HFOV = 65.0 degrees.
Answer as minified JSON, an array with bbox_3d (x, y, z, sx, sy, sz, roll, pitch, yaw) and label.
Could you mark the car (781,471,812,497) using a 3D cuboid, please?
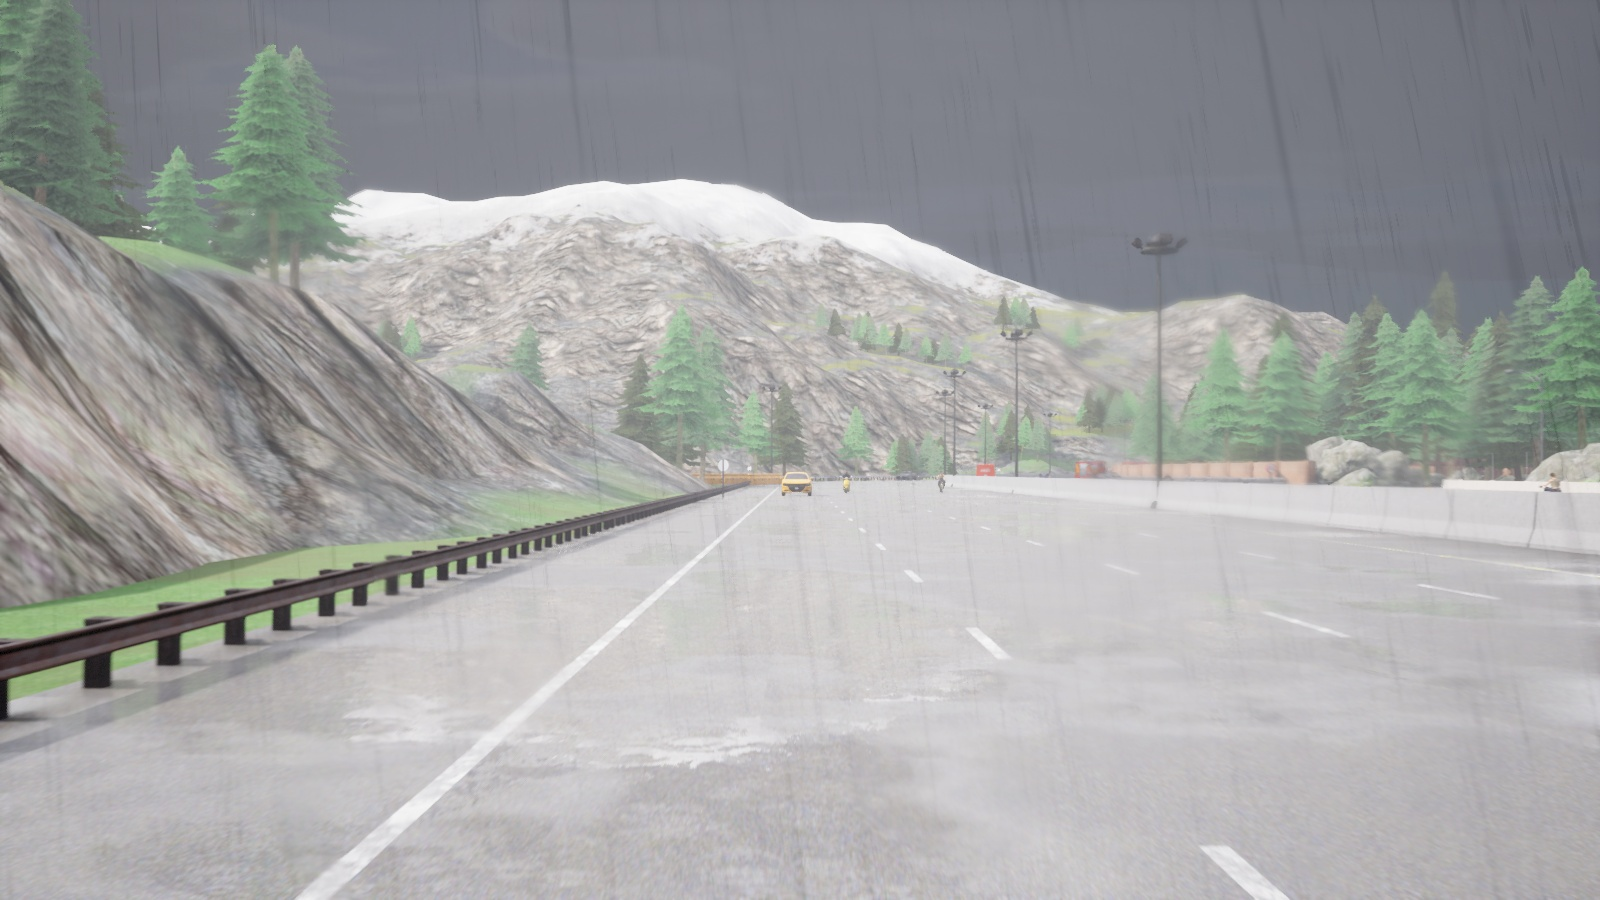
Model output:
[{"bbox_3d":[-0.191,2.113,78.841,1.882,1.535,5.008,0,-1,0],"label":"car"}]
